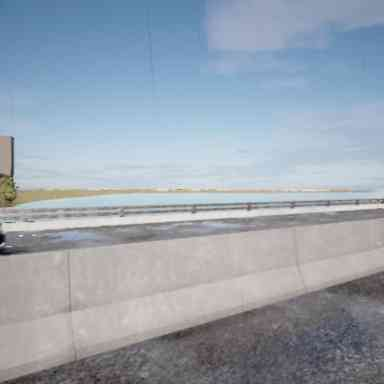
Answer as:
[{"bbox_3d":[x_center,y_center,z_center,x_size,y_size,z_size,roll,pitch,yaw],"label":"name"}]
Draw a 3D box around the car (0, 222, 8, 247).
[{"bbox_3d":[-8.715,1.492,10.666,4.902,1.511,2.128,0,0,-35],"label":"car"}]
